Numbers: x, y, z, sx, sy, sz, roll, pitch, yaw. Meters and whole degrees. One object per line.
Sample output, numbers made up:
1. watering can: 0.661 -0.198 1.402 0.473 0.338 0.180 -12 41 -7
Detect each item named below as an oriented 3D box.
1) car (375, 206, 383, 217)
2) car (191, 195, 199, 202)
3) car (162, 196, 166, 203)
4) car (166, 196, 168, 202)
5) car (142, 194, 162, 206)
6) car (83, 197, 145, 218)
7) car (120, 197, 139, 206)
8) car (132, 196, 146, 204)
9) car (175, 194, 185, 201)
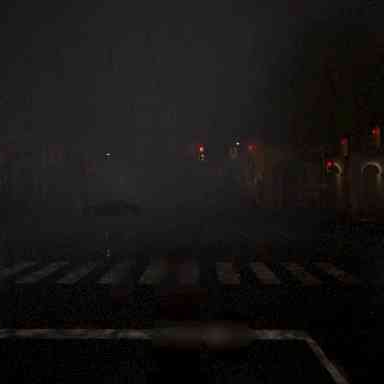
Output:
1. car: 18.598 1.526 29.196 4.674 1.442 1.812 0 0 1
2. car: 0.727 1.450 78.623 2.128 1.511 4.902 0 0 1
3. car: -6.581 1.526 63.782 1.812 1.442 4.674 0 0 1
4. car: -6.358 1.595 73.838 1.895 1.301 4.718 0 0 1
5. car: -6.688 1.547 54.193 2.033 1.411 5.357 0 0 1
6. car: -7.090 1.477 29.541 5.008 1.535 1.882 0 0 1
7. car: -10.181 1.547 54.364 2.033 1.411 5.357 0 0 1
8. car: -10.084 1.564 63.595 1.994 1.385 4.181 0 0 1
9. car: -2.773 1.279 78.653 2.097 1.767 4.553 0 0 1
